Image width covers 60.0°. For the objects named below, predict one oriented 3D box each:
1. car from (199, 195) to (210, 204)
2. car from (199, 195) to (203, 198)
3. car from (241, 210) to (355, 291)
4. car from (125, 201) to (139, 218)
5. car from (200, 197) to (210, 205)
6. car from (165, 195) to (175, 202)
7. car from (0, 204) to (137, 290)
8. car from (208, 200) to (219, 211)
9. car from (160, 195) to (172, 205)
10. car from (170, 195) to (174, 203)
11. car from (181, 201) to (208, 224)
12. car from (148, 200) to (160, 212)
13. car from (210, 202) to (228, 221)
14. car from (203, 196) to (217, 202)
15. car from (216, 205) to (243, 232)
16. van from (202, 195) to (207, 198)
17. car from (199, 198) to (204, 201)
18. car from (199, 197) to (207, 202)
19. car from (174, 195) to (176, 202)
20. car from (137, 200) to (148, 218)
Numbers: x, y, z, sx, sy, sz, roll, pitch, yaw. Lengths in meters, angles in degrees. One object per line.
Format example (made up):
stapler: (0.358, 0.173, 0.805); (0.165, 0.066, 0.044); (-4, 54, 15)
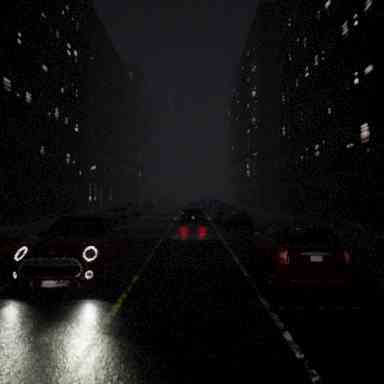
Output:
car: (2.777, 1.660, 75.670); (2.192, 1.841, 5.009); (1, 0, 0)
car: (2.759, 1.715, 59.049); (1.967, 1.590, 4.097); (1, 0, 0)
car: (2.713, 1.488, 9.183); (1.967, 1.590, 4.097); (1, 0, 0)
car: (-5.654, 1.669, 25.760); (1.887, 1.381, 4.507); (1, 0, 0)
car: (2.768, 1.867, 70.130); (1.887, 1.381, 4.507); (1, 0, 0)
car: (-5.593, 1.704, 86.707); (2.192, 1.841, 5.009); (1, 0, 0)
car: (-3.085, 1.399, 9.410); (2.097, 1.767, 4.553); (0, 0, 0)
car: (2.731, 1.717, 31.344); (1.947, 1.339, 4.313); (1, 0, 0)
car: (-5.619, 1.847, 64.544); (2.008, 1.369, 4.403); (1, 0, 0)
car: (-5.609, 1.635, 70.085); (2.192, 1.841, 5.009); (1, 0, 0)
car: (0.094, 1.653, 26.087); (1.812, 1.442, 4.674); (0, 0, 0)
car: (-5.639, 1.744, 42.382); (1.887, 1.381, 4.507); (1, 0, 0)
car: (2.726, 1.692, 25.804); (1.947, 1.339, 4.313); (1, 0, 0)
car: (2.744, 1.641, 42.427); (1.967, 1.590, 4.097); (1, 0, 0)
car: (2.721, 1.683, 20.263); (1.802, 1.307, 4.206); (1, 0, 0)
van: (2.751, 1.567, 47.967); (1.690, 1.788, 3.998); (1, 0, 0)
car: (0.102, 1.736, 39.775); (2.033, 1.411, 5.357); (0, 0, 0)
car: (2.782, 1.942, 86.750); (2.008, 1.369, 4.403); (1, 0, 0)
car: (-5.603, 1.890, 80.996); (1.752, 1.417, 4.829); (1, 0, 0)
car: (-5.647, 1.590, 31.301); (1.967, 1.590, 4.097); (1, 0, 0)
